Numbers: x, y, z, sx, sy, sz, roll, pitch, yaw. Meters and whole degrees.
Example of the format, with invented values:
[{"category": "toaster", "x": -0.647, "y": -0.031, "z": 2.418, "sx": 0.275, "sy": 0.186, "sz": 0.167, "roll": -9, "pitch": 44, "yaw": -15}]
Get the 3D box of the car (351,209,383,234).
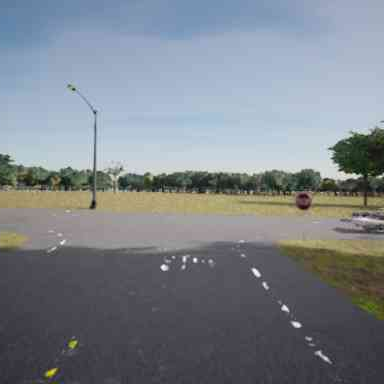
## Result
[{"category": "car", "x": 13.495, "y": 2.093, "z": 22.302, "sx": 4.718, "sy": 1.301, "sz": 1.895, "roll": 2, "pitch": 1, "yaw": 0}]
